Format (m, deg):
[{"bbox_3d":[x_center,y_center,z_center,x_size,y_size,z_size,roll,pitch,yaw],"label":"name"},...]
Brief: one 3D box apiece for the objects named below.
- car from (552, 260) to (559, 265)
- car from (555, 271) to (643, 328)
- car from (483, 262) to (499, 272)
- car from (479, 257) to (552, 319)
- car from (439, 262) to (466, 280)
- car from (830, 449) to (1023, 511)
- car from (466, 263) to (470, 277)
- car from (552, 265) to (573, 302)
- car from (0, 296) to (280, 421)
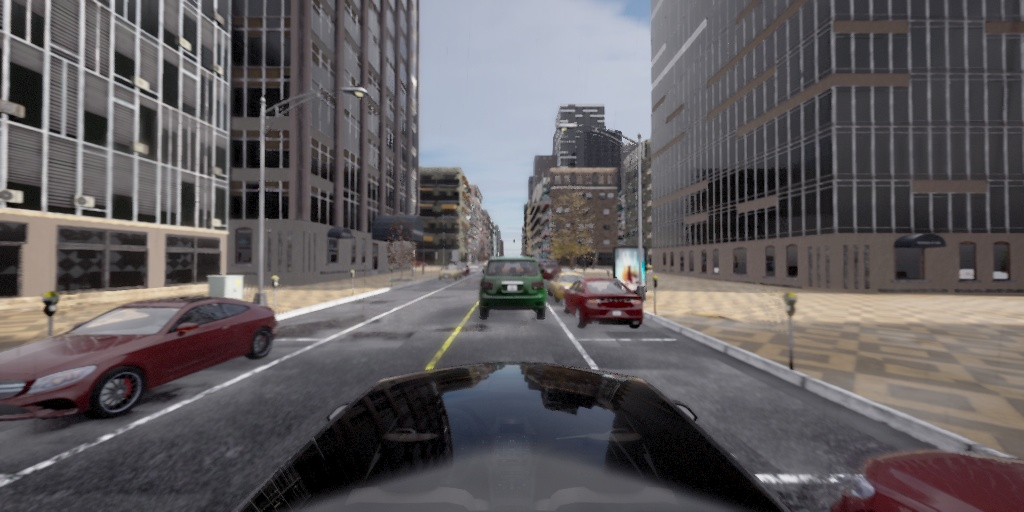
[{"bbox_3d":[2.691,1.216,28.115,2.192,1.841,5.009,0,0,0],"label":"car"},{"bbox_3d":[2.691,1.351,11.437,1.888,1.381,4.507,0,0,0],"label":"car"},{"bbox_3d":[-3.026,1.594,53.314,2.033,1.411,5.357,0,0,0],"label":"car"},{"bbox_3d":[0.036,1.039,13.264,2.150,2.045,5.566,0,0,1],"label":"car"},{"bbox_3d":[-5.690,1.458,33.506,1.751,1.417,4.829,0,0,0],"label":"car"},{"bbox_3d":[2.692,1.324,0.318,1.802,1.307,4.207,0,0,0],"label":"car"},{"bbox_3d":[-5.690,1.405,39.235,1.967,1.591,4.097,0,0,0],"label":"car"},{"bbox_3d":[2.692,1.363,17.166,1.751,1.417,4.829,0,0,0],"label":"car"},{"bbox_3d":[-5.689,1.356,5.878,1.802,1.307,4.207,0,0,0],"label":"car"}]
